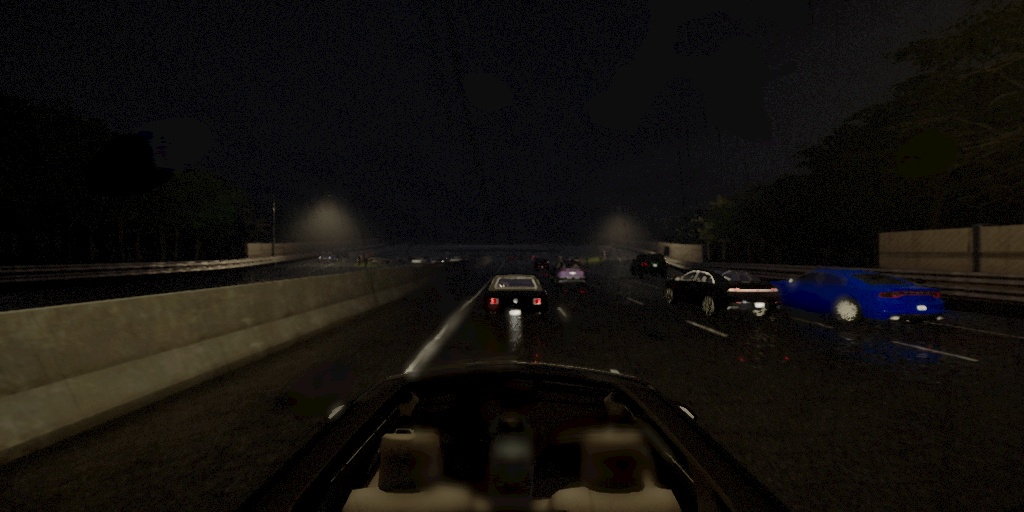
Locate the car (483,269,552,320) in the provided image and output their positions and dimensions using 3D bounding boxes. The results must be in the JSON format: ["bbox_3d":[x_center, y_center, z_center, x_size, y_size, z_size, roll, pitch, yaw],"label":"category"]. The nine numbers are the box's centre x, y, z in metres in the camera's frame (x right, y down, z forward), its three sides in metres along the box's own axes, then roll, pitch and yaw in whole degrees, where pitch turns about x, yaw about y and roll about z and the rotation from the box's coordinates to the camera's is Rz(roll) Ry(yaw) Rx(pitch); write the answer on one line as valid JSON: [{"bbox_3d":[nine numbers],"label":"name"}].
[{"bbox_3d":[0.113,1.300,12.366,1.895,1.301,4.718,0,0,0],"label":"car"}]

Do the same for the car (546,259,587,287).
[{"bbox_3d":[3.639,1.076,23.696,2.033,1.649,4.856,0,0,0],"label":"car"}]

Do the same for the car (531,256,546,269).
[{"bbox_3d":[3.655,1.047,45.689,1.837,1.490,4.892,0,0,0],"label":"car"}]

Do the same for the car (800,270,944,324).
[{"bbox_3d":[10.614,1.182,11.765,1.882,1.535,5.008,0,0,0],"label":"car"}]

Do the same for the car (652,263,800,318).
[{"bbox_3d":[7.115,1.190,12.731,2.128,1.511,4.902,0,0,0],"label":"car"}]

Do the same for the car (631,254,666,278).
[{"bbox_3d":[11.873,0.836,31.282,2.150,2.045,5.566,0,0,9],"label":"car"}]
